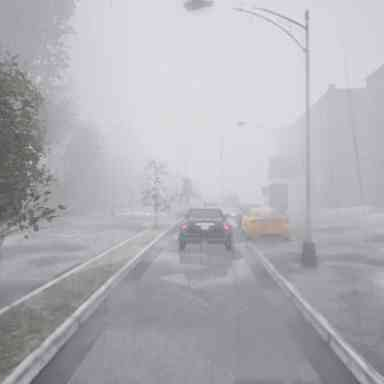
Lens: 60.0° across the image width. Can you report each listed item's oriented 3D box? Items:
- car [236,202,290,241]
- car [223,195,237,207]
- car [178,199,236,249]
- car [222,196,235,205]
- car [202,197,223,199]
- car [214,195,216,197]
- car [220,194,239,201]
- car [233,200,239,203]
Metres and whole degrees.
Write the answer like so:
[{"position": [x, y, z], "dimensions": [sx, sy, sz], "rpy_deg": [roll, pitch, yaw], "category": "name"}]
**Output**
[{"position": [3.635, 1.516, 17.020], "dimensions": [2.097, 1.535, 5.008], "rpy_deg": [0, 0, 3], "category": "car"}, {"position": [6.304, 1.469, 55.639], "dimensions": [2.185, 1.767, 4.553], "rpy_deg": [0, 0, 4], "category": "car"}, {"position": [0.607, 1.380, 14.768], "dimensions": [2.097, 1.767, 4.553], "rpy_deg": [0, 0, 3], "category": "car"}, {"position": [6.692, 1.603, 61.197], "dimensions": [2.231, 1.521, 4.892], "rpy_deg": [0, 0, 4], "category": "car"}, {"position": [1.764, 1.567, 32.842], "dimensions": [2.128, 1.511, 4.902], "rpy_deg": [0, 0, 4], "category": "car"}, {"position": [7.802, 1.653, 89.137], "dimensions": [2.163, 1.488, 4.792], "rpy_deg": [0, 0, 1], "category": "car"}, {"position": [5.923, 1.335, 50.166], "dimensions": [2.435, 2.045, 5.566], "rpy_deg": [0, 0, 4], "category": "car"}, {"position": [3.994, 1.560, 22.507], "dimensions": [2.163, 1.488, 4.792], "rpy_deg": [0, 0, 4], "category": "car"}]
